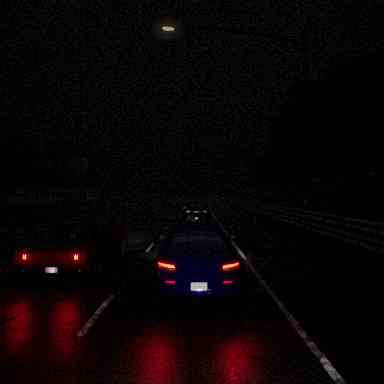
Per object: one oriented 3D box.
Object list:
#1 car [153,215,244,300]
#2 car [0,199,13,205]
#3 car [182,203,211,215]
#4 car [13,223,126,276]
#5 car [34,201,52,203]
[{"bbox_3d":[0.132,1.522,8.227,1.812,1.442,4.674,0,0,0],"label":"car"},{"bbox_3d":[-20.612,1.531,34.715,1.837,1.490,4.892,0,0,2],"label":"car"},{"bbox_3d":[0.333,1.500,24.031,2.128,1.511,4.902,0,0,1],"label":"car"},{"bbox_3d":[-3.359,1.597,10.249,1.895,1.301,4.718,0,0,1],"label":"car"},{"bbox_3d":[-17.013,1.638,37.636,1.895,1.301,4.718,0,0,2],"label":"car"}]
